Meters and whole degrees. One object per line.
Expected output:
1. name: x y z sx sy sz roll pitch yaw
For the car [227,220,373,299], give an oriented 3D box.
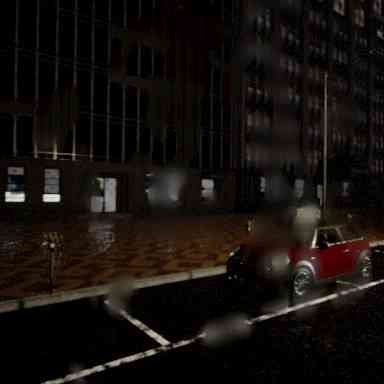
1. car: 2.822 1.488 8.562 4.097 1.590 1.967 0 0 -35
